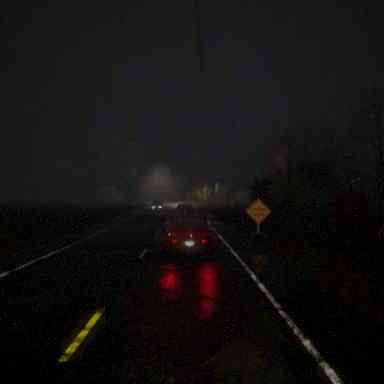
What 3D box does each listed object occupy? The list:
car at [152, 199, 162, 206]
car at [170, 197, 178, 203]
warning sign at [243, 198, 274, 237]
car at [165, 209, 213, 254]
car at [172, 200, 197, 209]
[{"bbox_3d":[-6.810,2.029,64.664,2.033,1.411,5.357,0,0,-5],"label":"car"},{"bbox_3d":[-4.701,2.110,86.813,1.812,1.442,4.674,0,0,-8],"label":"car"},{"bbox_3d":[3.357,1.263,16.799,1.300,1.860,1.060,1,0,-2],"label":"warning sign"},{"bbox_3d":[-0.134,1.651,13.989,1.812,1.442,4.674,0,0,-1],"label":"car"},{"bbox_3d":[-0.625,1.754,28.627,1.837,1.490,4.892,0,0,-2],"label":"car"}]
